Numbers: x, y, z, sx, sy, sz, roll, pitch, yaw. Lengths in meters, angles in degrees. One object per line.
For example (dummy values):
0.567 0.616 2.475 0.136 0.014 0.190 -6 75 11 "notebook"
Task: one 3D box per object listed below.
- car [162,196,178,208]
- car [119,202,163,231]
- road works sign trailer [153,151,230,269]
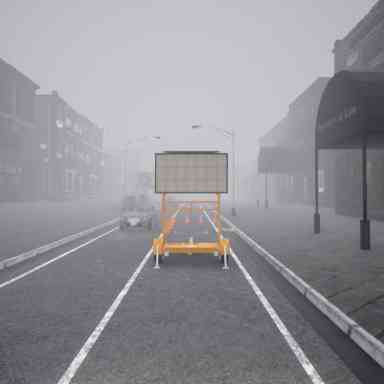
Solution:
-3.148 1.323 47.813 2.097 1.767 4.553 0 0 0 "car"
-3.162 1.445 20.411 2.128 1.511 4.902 0 0 0 "car"
-0.019 0.443 11.097 2.380 3.560 2.880 0 0 0 "road works sign trailer"
